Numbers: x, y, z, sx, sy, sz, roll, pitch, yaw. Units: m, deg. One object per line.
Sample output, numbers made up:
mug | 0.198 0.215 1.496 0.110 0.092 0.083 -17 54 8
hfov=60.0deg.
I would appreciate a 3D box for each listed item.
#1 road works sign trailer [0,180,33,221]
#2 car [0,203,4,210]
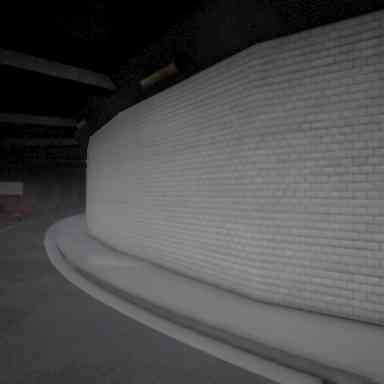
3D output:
road works sign trailer | -16.450 0.712 30.218 2.380 3.560 2.880 1 -1 -9
car | -28.640 1.927 47.289 1.994 1.385 4.181 0 -1 -1
